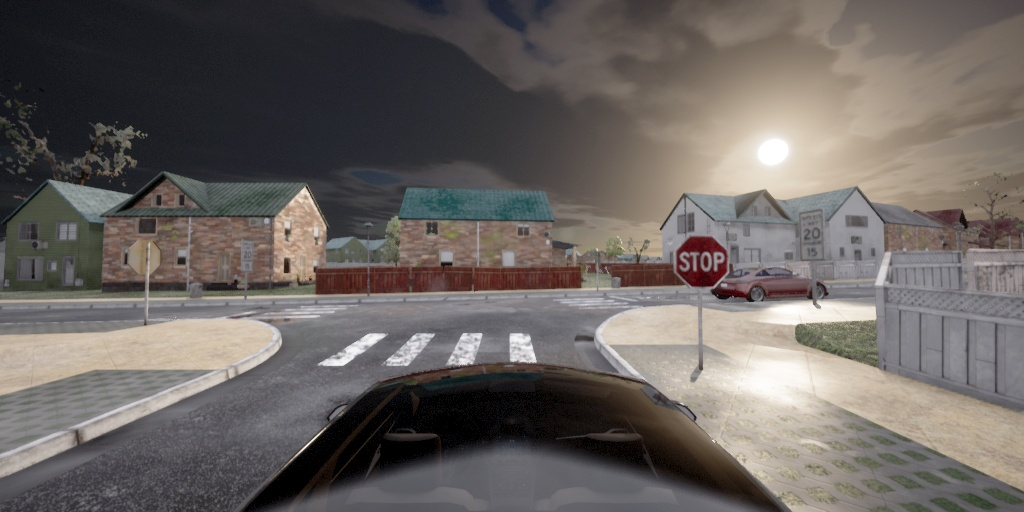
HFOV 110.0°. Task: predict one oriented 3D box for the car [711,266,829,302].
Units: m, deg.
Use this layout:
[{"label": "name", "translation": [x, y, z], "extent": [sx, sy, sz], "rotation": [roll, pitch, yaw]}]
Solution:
[{"label": "car", "translation": [10.409, 1.113, 14.600], "extent": [4.181, 1.385, 1.994], "rotation": [-1, -2, -10]}]
